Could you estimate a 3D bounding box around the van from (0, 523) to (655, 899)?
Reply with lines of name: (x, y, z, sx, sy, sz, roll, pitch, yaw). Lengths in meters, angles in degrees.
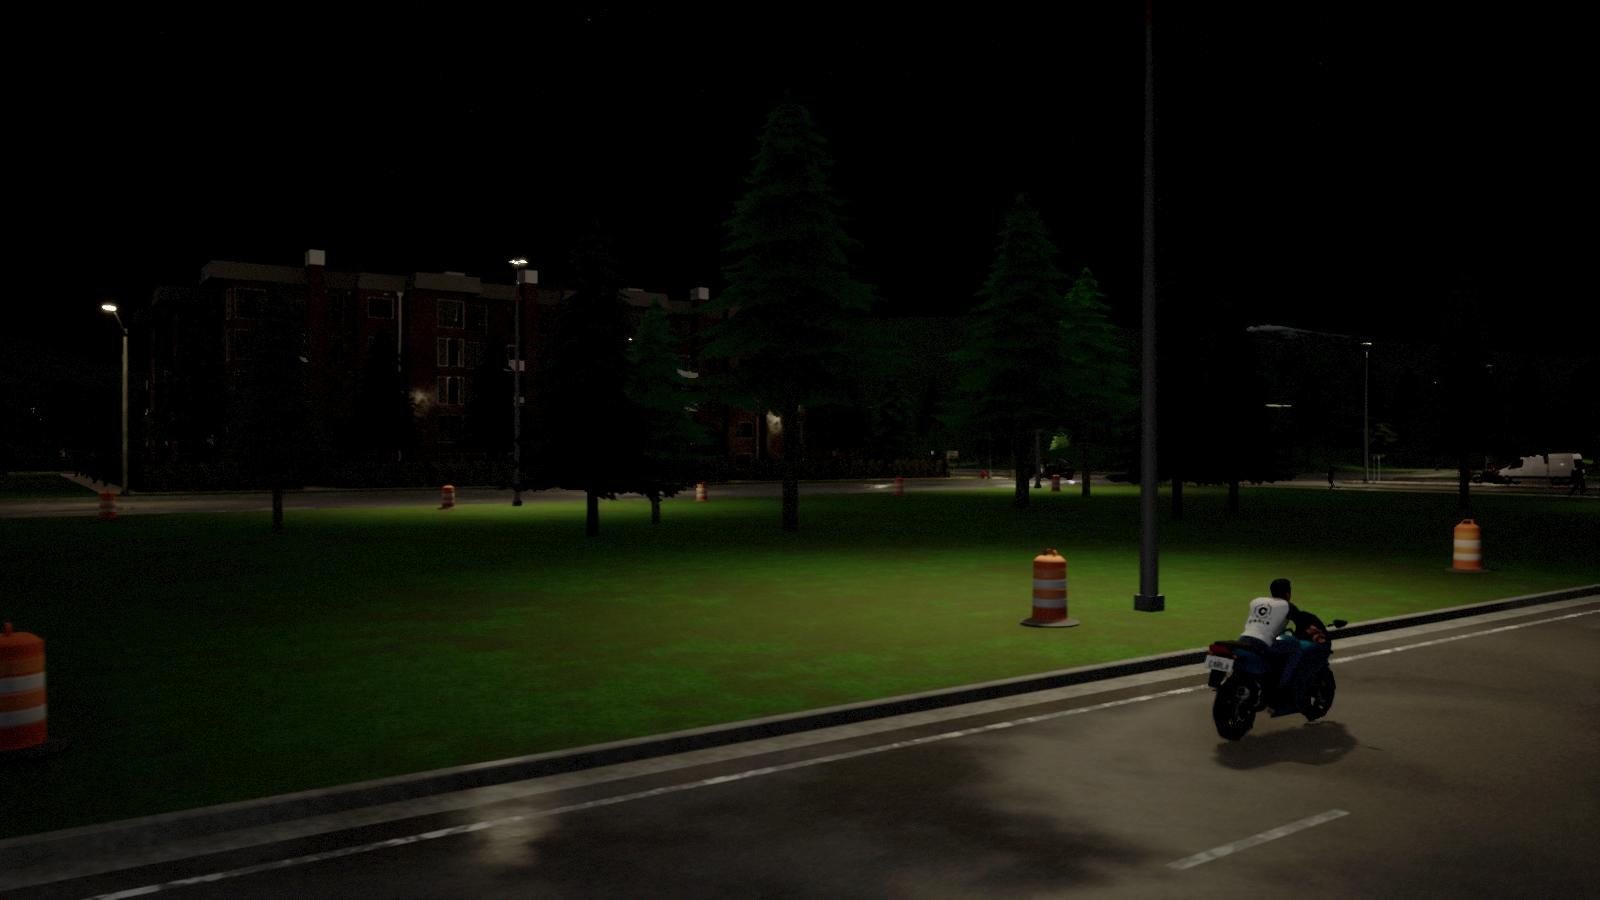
van: (-3.294, 1.534, 1.484, 5.915, 2.561, 1.988, 0, 0, -35)

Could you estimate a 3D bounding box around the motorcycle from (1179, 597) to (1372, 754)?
motorcycle: (4.762, 2.189, 11.391, 2.033, 1.199, 0.803, 0, 0, -35)
